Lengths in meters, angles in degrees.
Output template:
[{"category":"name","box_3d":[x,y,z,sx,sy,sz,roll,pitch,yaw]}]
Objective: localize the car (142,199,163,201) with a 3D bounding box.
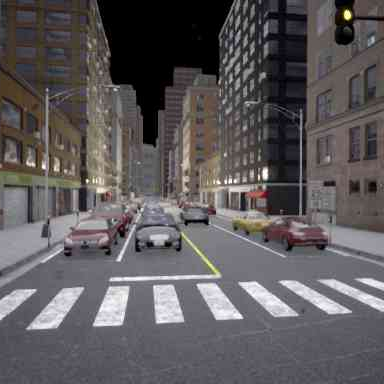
[{"category":"car","box_3d":[-5.265,2.008,43.983,2.128,1.511,4.902,0,-1,-7]}]

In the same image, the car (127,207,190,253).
[{"category":"car","box_3d":[-1.534,1.646,14.697,2.128,1.511,4.902,0,-1,-8]}]

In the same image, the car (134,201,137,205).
[{"category":"car","box_3d":[-6.144,1.856,30.055,1.752,1.417,4.829,0,-1,-7]}]

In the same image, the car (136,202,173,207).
[{"category":"car","box_3d":[-2.745,1.758,24.017,2.128,1.511,4.902,0,-1,-7]}]

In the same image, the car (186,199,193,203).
[{"category":"car","box_3d":[0.841,1.957,42.384,1.967,1.590,4.097,0,-1,-7]}]

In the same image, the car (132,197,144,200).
[{"category":"car","box_3d":[-9.054,1.929,52.297,2.192,1.841,5.009,0,-1,-7]}]

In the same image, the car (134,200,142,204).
[{"category":"car","box_3d":[-7.609,2.022,41.258,2.008,1.369,4.403,0,-1,-7]}]

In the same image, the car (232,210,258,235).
[{"category":"car","box_3d":[3.705,1.771,20.488,1.752,1.417,4.829,0,-1,-7]}]

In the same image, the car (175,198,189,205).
[{"category":"car","box_3d":[-1.324,2.045,58.934,2.192,1.841,5.009,0,-1,-7]}]

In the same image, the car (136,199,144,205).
[{"category":"car","box_3d":[-13.379,2.592,85.402,1.947,1.339,4.313,0,-1,-7]}]

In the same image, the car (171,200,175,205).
[{"category":"car","box_3d":[-4.228,2.532,81.167,1.752,1.417,4.829,0,-1,-7]}]

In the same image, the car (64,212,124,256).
[{"category":"car","box_3d":[-4.001,1.714,13.671,1.802,1.307,4.206,0,-1,-7]}]

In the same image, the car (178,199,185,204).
[{"category":"car","box_3d":[-0.601,2.210,53.415,2.008,1.369,4.403,0,-1,-7]}]

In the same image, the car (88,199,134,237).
[{"category":"car","box_3d":[-4.724,1.513,19.191,2.192,1.841,5.009,0,-1,-7]}]

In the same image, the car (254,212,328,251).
[{"category":"car","box_3d":[4.449,1.759,14.803,1.802,1.307,4.206,0,-1,-7]}]

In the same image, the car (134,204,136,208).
[{"category":"car","box_3d":[-5.444,1.810,24.706,1.887,1.381,4.507,0,-1,-7]}]

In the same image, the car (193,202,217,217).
[{"category":"car","box_3d":[1.564,1.992,36.867,1.887,1.381,4.507,0,-1,-7]}]

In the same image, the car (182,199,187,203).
[{"category":"car","box_3d":[0.121,2.132,47.900,1.887,1.381,4.507,0,-1,-7]}]

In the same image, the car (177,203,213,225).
[{"category":"car","box_3d":[0.104,1.876,26.829,1.994,1.385,4.181,0,-1,-7]}]
